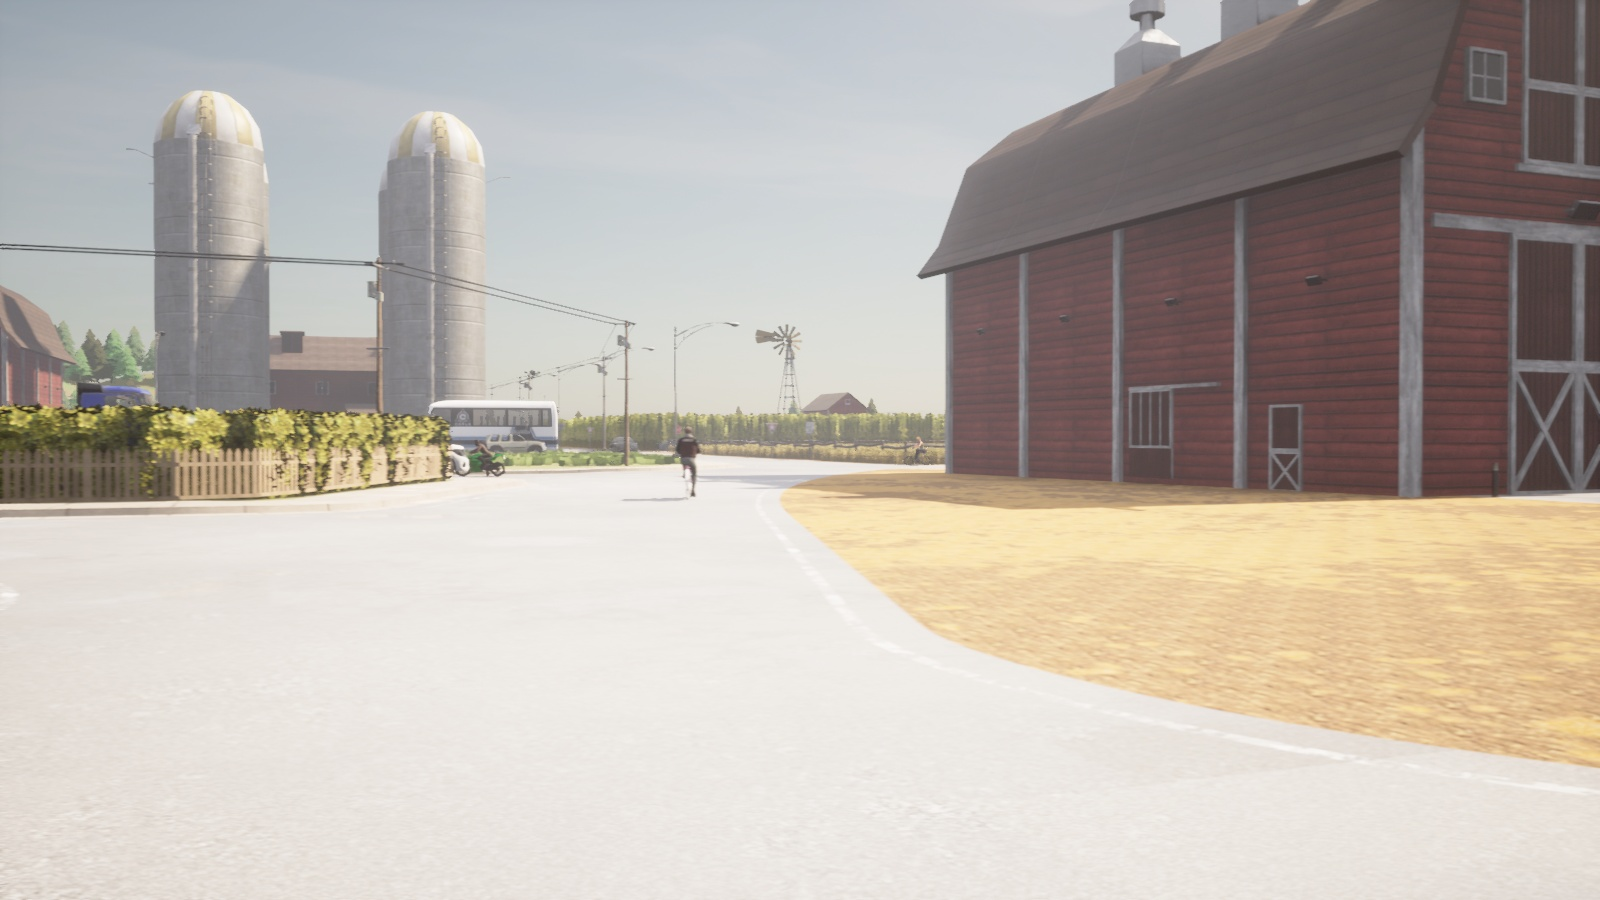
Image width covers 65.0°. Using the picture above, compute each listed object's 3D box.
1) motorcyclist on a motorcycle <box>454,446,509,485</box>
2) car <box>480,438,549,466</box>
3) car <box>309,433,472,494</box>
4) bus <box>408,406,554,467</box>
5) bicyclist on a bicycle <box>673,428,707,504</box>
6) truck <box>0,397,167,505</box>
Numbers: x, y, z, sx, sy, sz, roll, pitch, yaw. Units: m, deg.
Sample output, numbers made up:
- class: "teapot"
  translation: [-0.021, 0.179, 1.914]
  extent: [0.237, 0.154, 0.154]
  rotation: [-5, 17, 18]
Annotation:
- class: "motorcyclist on a motorcycle"
  translation: [-12.843, 0.608, 50.654]
  extent: [2.044, 1.523, 0.797]
  rotation: [-1, 1, -7]
- class: "car"
  translation: [-20.714, 0.119, 91.199]
  extent: [4.605, 1.855, 1.932]
  rotation: [-2, 1, -22]
- class: "car"
  translation: [-15.091, 0.445, 46.374]
  extent: [5.566, 2.045, 2.150]
  rotation: [-1, 1, -19]
- class: "bus"
  translation: [-23.744, -1.041, 93.624]
  extent: [10.273, 4.253, 3.944]
  rotation: [-1, 0, -15]
- class: "bicyclist on a bicycle"
  translation: [-2.661, 0.377, 30.602]
  extent: [0.659, 1.776, 1.843]
  rotation: [-1, 1, -1]
- class: "truck"
  translation: [-25.930, 0.027, 42.241]
  extent: [7.936, 3.462, 2.891]
  rotation: [-1, 1, -21]
